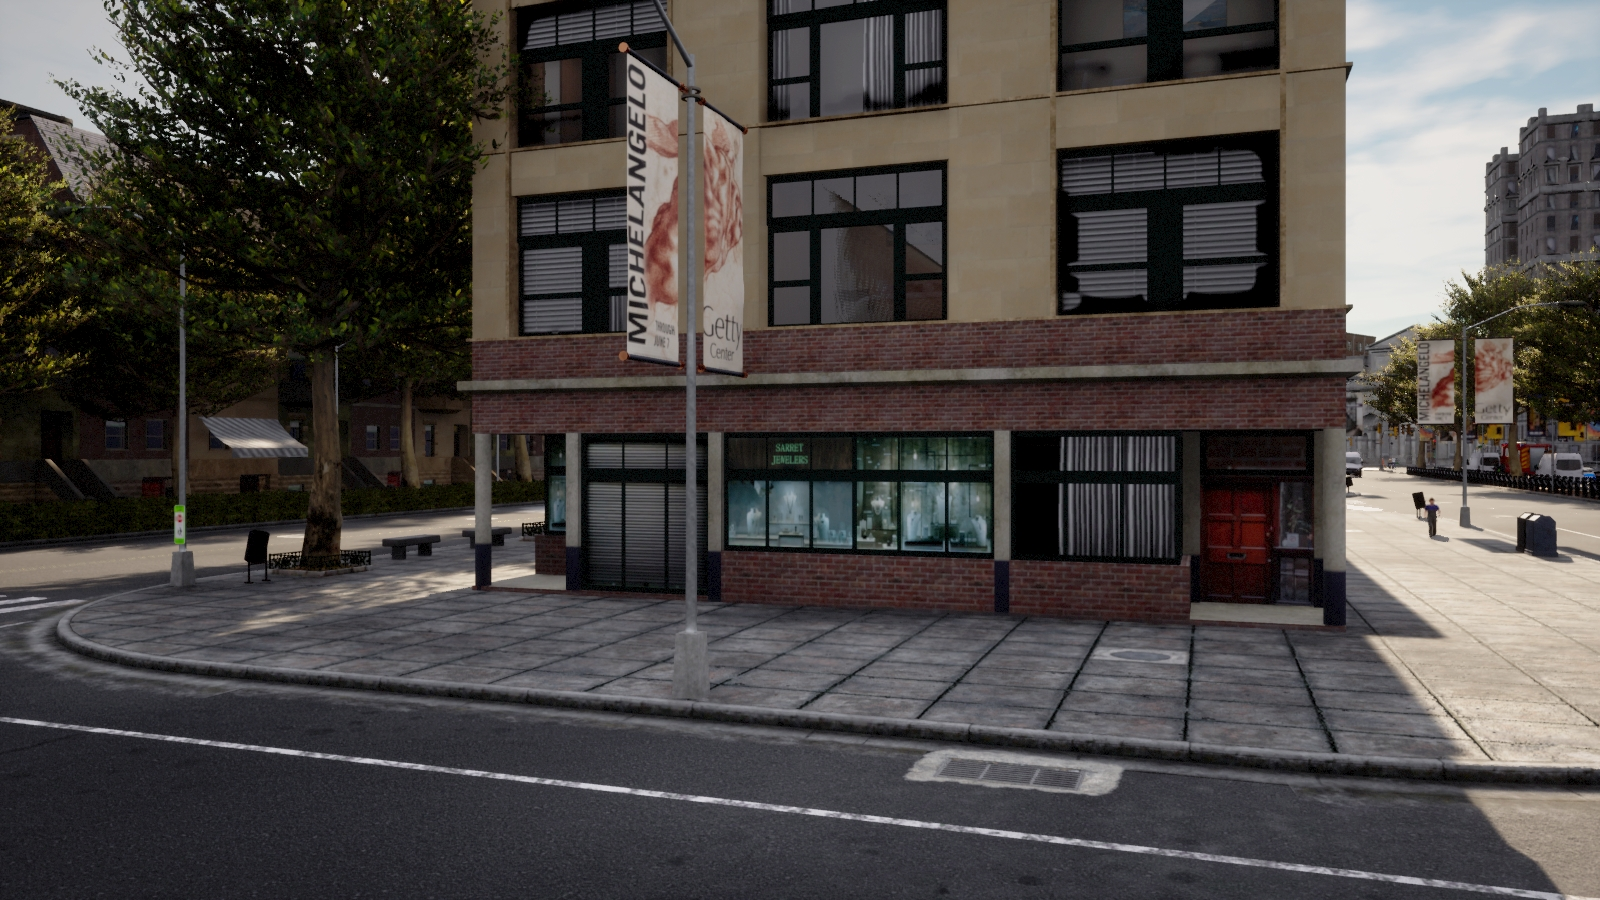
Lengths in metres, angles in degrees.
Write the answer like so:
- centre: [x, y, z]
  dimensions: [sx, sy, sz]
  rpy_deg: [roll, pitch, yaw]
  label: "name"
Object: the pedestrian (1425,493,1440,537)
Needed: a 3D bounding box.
- centre: [19.195, 1.974, 34.679]
  dimensions: [0.375, 1.300, 0.375]
  rpy_deg: [0, 0, 27]
  label: "pedestrian"
